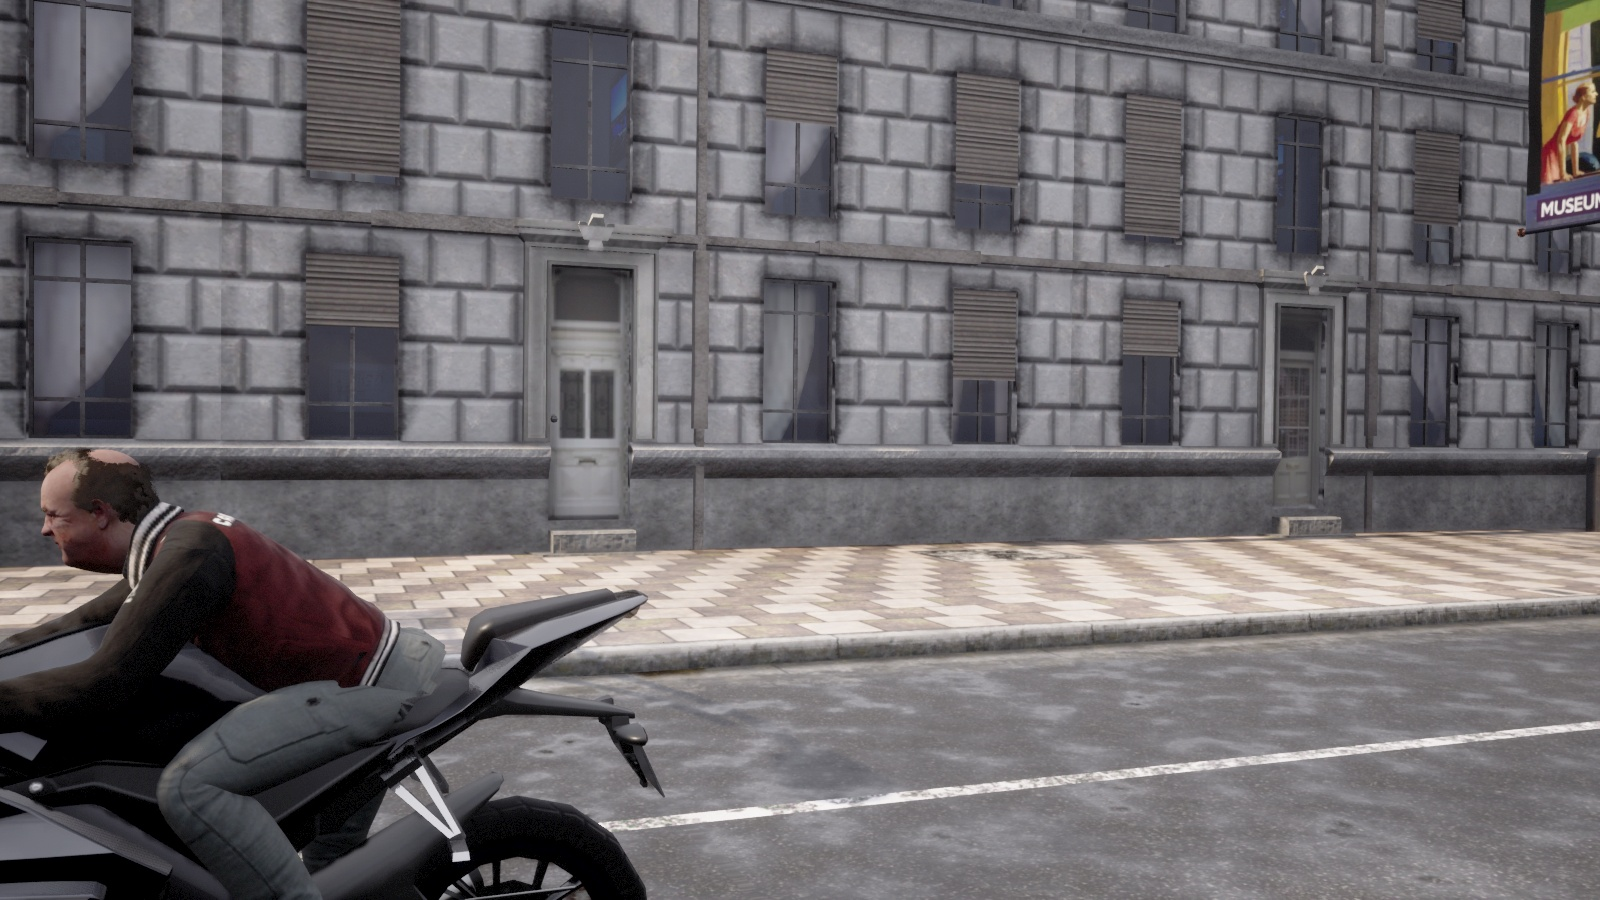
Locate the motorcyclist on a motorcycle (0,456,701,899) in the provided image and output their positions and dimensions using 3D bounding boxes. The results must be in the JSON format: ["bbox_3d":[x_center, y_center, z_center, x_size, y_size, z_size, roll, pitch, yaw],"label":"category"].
[{"bbox_3d":[-1.392,0.804,2.711,2.191,1.530,0.866,-1,1,-21],"label":"motorcyclist on a motorcycle"}]
